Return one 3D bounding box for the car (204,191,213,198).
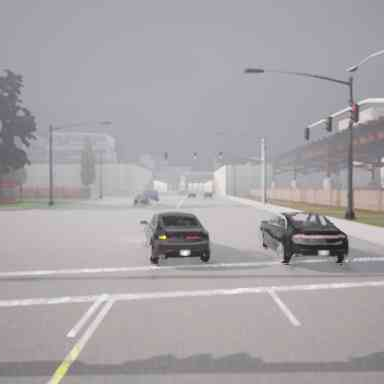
[{"bbox_3d":[3.501,0.544,72.458,1.882,1.535,5.008,0,1,0],"label":"car"}]

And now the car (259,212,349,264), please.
[{"bbox_3d":[3.599,1.425,11.506,2.128,1.511,4.902,0,1,0],"label":"car"}]

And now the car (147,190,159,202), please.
[{"bbox_3d":[-7.016,0.594,58.321,2.150,2.045,5.566,0,1,0],"label":"car"}]

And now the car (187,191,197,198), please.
[{"bbox_3d":[0.001,0.595,72.459,1.812,1.442,4.674,0,1,0],"label":"car"}]

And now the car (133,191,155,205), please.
[{"bbox_3d":[-7.032,1.013,47.069,2.128,1.511,4.902,0,1,0],"label":"car"}]

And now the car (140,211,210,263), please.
[{"bbox_3d":[-0.704,1.442,11.820,1.837,1.490,4.892,1,1,-12],"label":"car"}]
